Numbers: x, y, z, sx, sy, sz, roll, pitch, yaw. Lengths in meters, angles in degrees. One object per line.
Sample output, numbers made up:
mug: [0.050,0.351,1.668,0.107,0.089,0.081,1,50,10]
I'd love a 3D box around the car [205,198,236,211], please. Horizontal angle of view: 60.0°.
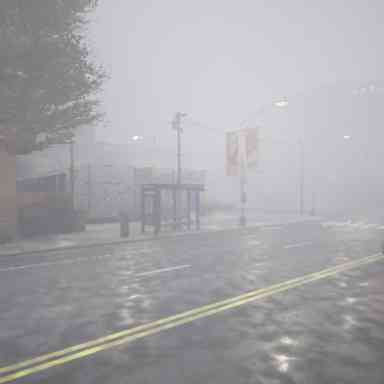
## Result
car: [3.983,1.975,47.334,2.097,1.535,5.008,0,-1,-40]
